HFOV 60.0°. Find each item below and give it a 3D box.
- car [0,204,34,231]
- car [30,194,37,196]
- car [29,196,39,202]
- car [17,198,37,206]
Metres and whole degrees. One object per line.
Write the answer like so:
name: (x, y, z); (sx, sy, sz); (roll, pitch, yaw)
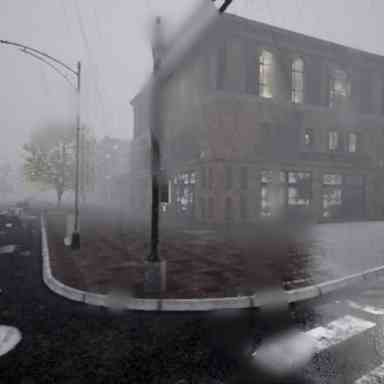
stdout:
car: (-11.248, 1.655, 20.814); (2.008, 1.369, 4.403); (1, -1, -24)
car: (-39.051, 1.517, 81.981); (2.192, 1.841, 5.009); (1, -1, -24)
car: (-27.632, 1.745, 56.822); (1.802, 1.307, 4.206); (1, -1, -24)
car: (-18.493, 1.675, 36.698); (1.887, 1.381, 4.507); (1, -1, -24)
